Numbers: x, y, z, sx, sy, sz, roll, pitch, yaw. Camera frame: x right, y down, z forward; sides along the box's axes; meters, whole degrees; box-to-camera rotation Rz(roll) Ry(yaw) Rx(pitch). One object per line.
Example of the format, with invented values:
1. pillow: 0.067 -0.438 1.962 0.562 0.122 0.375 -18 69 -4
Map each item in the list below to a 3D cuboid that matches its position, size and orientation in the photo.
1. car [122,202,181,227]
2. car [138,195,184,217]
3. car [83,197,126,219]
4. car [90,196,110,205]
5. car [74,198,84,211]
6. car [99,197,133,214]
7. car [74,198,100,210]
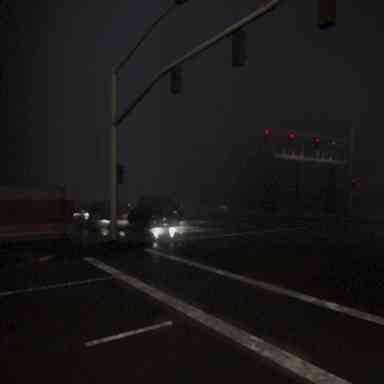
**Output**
1. car: -2.957 1.626 23.437 1.994 1.385 4.181 0 0 -35
2. car: -2.969 1.304 29.485 2.150 2.045 5.566 0 0 -36
3. car: -8.039 1.540 30.553 1.882 1.535 5.008 0 0 -36
4. car: -16.982 1.600 61.442 1.882 1.535 5.008 0 0 -36
5. car: -13.449 1.589 38.138 1.812 1.442 4.674 0 0 -36
6. car: -8.579 1.434 37.327 2.097 1.767 4.553 0 0 -36
7. car: -14.409 1.560 45.501 1.882 1.535 5.008 0 0 -36
